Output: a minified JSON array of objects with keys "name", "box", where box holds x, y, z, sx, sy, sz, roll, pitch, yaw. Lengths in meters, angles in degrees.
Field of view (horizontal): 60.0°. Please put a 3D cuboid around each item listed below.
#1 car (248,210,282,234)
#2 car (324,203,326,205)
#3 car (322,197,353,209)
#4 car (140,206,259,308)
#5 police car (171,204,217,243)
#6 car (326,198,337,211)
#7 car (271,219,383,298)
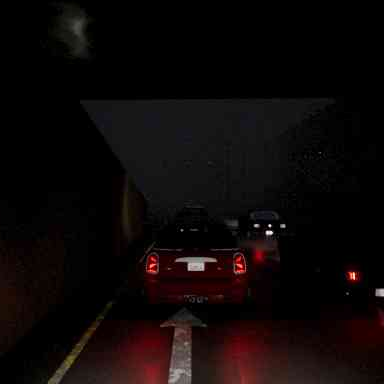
[{"name":"car","box":[3.591,1.601,17.629,1.895,1.301,4.718,0,0,0]},{"name":"car","box":[17.516,1.452,39.950,2.038,1.542,4.974,0,0,45]},{"name":"car","box":[17.553,1.295,39.987,1.853,1.218,4.536,0,0,45]},{"name":"car","box":[0.079,1.352,8.055,2.097,1.767,4.553,0,0,0]},{"name":"police car","box":[0.087,1.504,17.180,2.038,1.542,4.974,0,0,0]},{"name":"car","box":[17.414,1.452,35.343,2.038,1.542,4.974,0,0,-35]},{"name":"car","box":[3.603,1.601,8.471,1.895,1.301,4.718,0,0,0]}]
